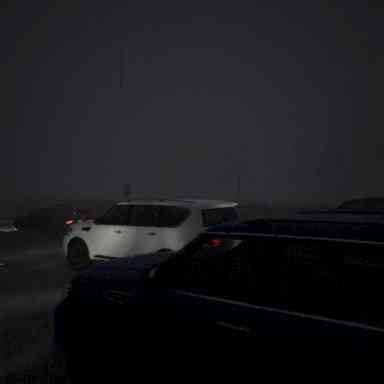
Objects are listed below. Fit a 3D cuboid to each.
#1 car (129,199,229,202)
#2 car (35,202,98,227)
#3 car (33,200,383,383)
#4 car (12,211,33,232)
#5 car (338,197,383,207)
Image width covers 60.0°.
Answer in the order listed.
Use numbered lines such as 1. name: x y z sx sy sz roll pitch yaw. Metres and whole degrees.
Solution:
1. car: -1.164 1.202 9.122 5.566 2.045 2.150 0 0 36
2. car: -8.771 1.462 23.149 4.674 1.442 1.812 0 0 36
3. car: 0.996 1.219 3.281 5.566 2.045 2.150 0 0 36
4. car: -7.566 1.496 17.990 5.357 1.411 2.033 0 0 36
5. car: 6.426 1.216 12.292 5.566 2.045 2.150 0 0 35
